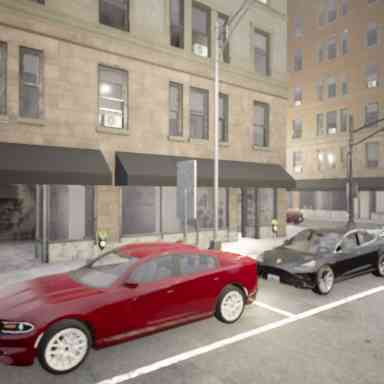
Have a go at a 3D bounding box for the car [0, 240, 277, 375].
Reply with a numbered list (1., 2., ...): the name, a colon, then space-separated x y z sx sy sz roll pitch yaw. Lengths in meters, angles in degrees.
1. car: -0.842 1.559 5.601 4.507 1.381 1.887 0 0 -36

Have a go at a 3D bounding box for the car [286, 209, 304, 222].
1. car: 6.172 1.661 25.518 1.882 1.535 5.008 0 0 -36

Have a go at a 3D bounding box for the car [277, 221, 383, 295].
1. car: 3.614 1.612 8.842 4.313 1.339 1.947 0 0 -36
